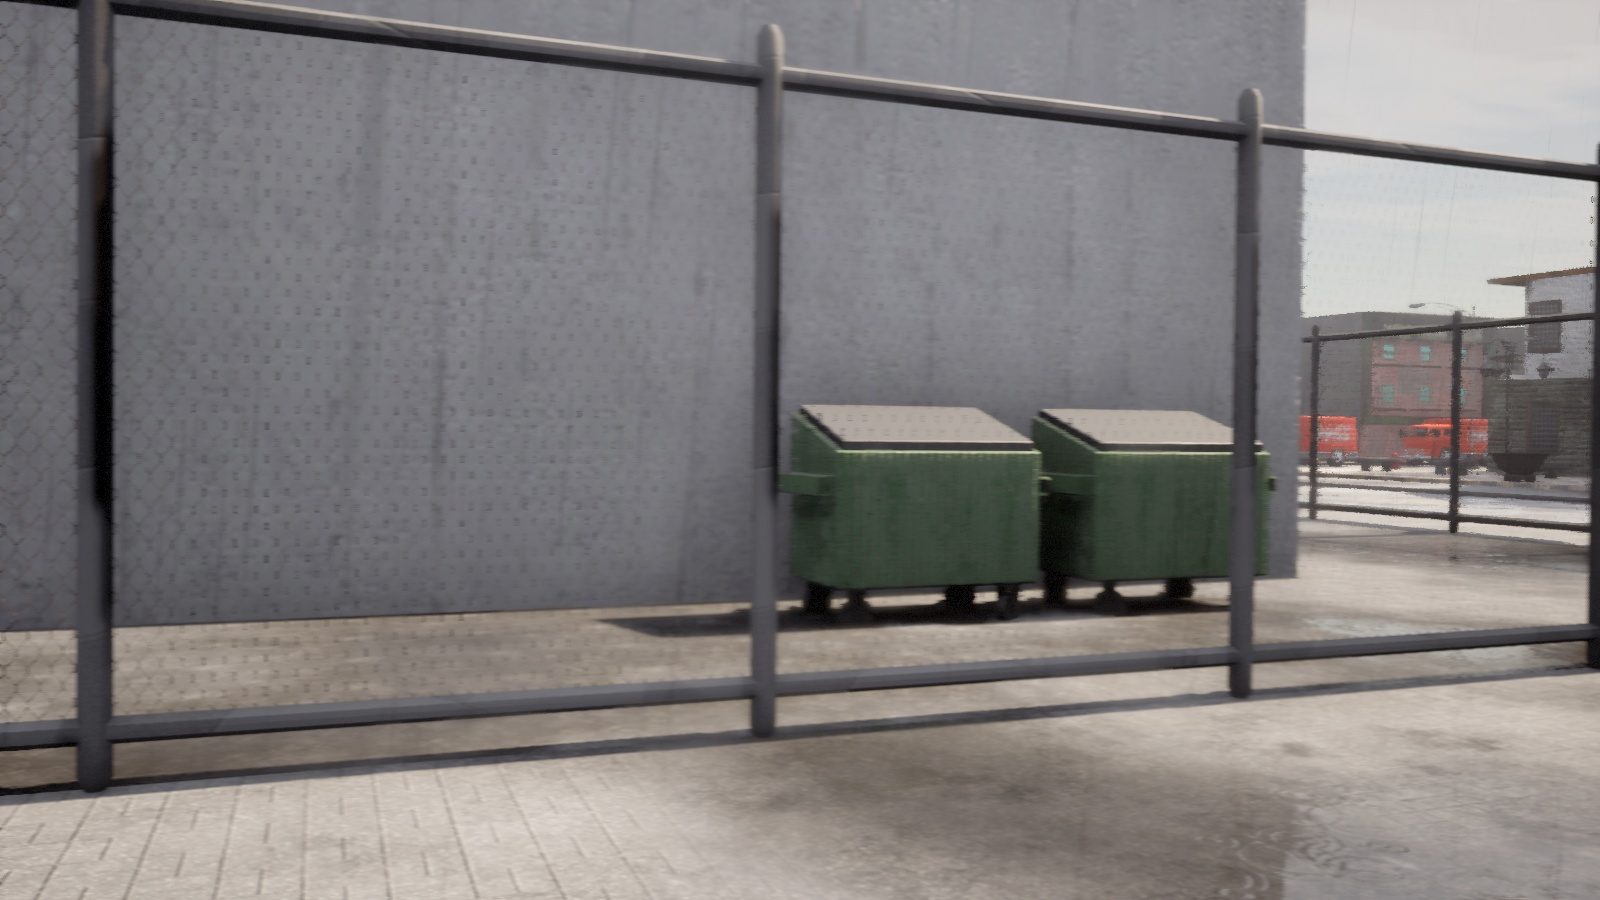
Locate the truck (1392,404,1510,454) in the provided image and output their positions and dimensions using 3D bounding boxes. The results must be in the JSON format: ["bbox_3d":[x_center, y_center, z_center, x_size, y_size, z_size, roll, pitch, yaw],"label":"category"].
[{"bbox_3d":[33.696,-1.111,65.033,5.204,2.467,2.627,-1,1,-21],"label":"truck"}]

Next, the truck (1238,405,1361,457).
[{"bbox_3d":[24.484,-0.955,61.550,5.204,2.467,2.627,-1,1,-21],"label":"truck"}]
